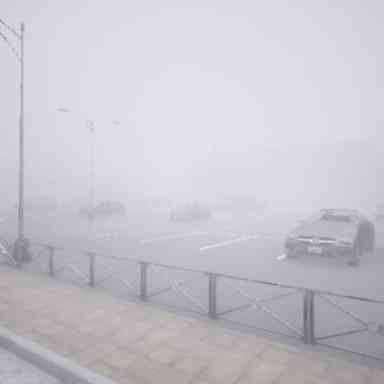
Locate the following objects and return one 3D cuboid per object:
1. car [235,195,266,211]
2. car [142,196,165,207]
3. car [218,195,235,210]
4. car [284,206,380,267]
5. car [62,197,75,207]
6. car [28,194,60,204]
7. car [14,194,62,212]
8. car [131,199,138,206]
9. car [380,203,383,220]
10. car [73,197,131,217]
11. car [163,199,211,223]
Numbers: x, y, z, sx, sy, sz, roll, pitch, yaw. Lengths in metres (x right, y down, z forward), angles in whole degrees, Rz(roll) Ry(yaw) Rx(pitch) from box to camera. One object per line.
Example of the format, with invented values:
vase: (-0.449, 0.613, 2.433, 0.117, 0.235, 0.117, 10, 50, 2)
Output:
car: (7.691, 1.390, 42.179, 1.932, 1.855, 4.605, 0, 0, 35)
car: (-5.336, 1.459, 50.952, 2.152, 1.636, 5.027, 0, 0, 35)
car: (5.085, 1.369, 43.529, 1.905, 1.878, 3.866, 0, 0, 35)
car: (5.064, 1.424, 11.852, 2.152, 1.636, 5.027, 0, 0, 35)
car: (-17.824, 1.561, 50.795, 2.007, 1.523, 4.514, 0, 0, 35)
car: (-29.673, 1.354, 66.747, 2.150, 2.045, 5.566, 0, 0, 36)
car: (-17.978, 1.284, 38.615, 1.932, 1.855, 4.605, 0, 0, 35)
car: (-10.751, 1.541, 54.411, 1.970, 1.475, 3.806, 0, 0, 35)
car: (16.013, 1.608, 26.968, 1.970, 1.475, 3.806, 0, 0, 35)
car: (-8.246, 1.467, 30.807, 2.007, 1.523, 4.514, 0, 0, 35)
car: (-0.132, 1.479, 24.975, 1.845, 1.501, 3.633, 0, 0, 35)
